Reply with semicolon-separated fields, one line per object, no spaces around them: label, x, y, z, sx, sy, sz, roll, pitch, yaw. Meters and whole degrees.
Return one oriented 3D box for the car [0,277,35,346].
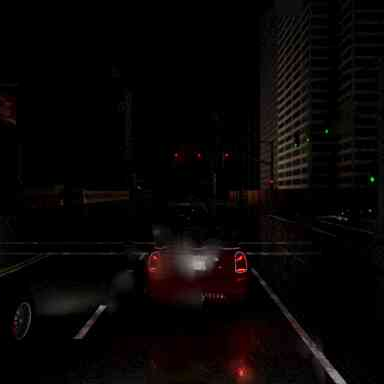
car;-3.395;1.526;3.371;1.812;1.442;4.674;0;0;0

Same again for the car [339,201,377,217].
car;16.300;1.547;30.192;5.357;1.411;2.033;0;0;0

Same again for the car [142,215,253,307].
car;0.108;1.352;8.145;2.097;1.767;4.553;0;0;0

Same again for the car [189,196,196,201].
car;0.082;1.595;83.494;1.895;1.301;4.718;0;0;0
